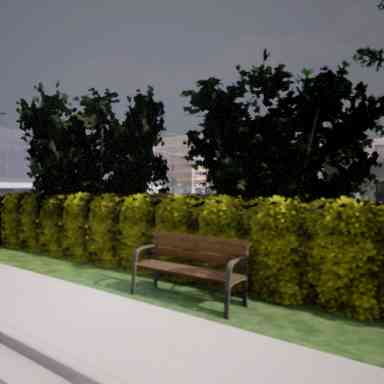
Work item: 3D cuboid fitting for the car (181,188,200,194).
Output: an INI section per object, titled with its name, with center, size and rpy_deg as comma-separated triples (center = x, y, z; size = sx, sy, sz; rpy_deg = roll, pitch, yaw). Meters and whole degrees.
[car]
center = -0.109, 0.206, 68.052
size = 2.150, 2.045, 5.566
rpy_deg = 1, 2, 35
